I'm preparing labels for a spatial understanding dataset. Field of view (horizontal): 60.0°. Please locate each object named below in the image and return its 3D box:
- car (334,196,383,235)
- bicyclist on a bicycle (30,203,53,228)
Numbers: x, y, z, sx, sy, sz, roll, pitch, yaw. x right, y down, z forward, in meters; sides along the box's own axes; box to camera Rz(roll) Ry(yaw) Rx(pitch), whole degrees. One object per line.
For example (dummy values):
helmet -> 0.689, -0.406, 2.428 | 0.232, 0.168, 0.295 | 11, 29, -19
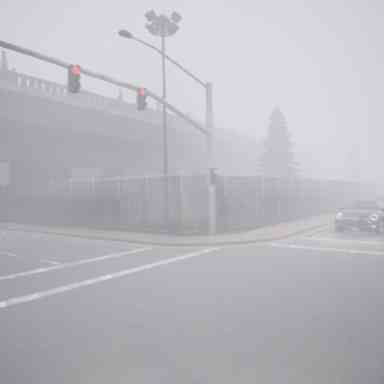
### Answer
car -> 9.223, 1.182, 17.821 | 2.097, 1.767, 4.553 | -1, 0, 38
bicyclist on a bicycle -> -10.081, 1.586, 22.273 | 0.582, 1.620, 1.656 | -1, 0, 36
